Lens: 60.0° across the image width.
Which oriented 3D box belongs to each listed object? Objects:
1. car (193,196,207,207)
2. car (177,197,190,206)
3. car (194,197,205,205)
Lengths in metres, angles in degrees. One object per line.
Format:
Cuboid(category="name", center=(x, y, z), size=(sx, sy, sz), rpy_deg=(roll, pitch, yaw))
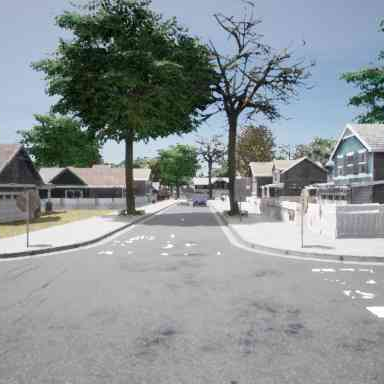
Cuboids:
Cuboid(category="car", center=(1.181, 1.346, 51.410), size=(2.097, 1.767, 4.553), rpy_deg=(0, 0, 1))
Cuboid(category="car", center=(-1.480, 1.519, 55.289), size=(1.812, 1.442, 4.674), rpy_deg=(0, 0, 1))
Cuboid(category="car", center=(1.413, 1.556, 61.473), size=(1.994, 1.385, 4.181), rpy_deg=(0, 0, 1))
